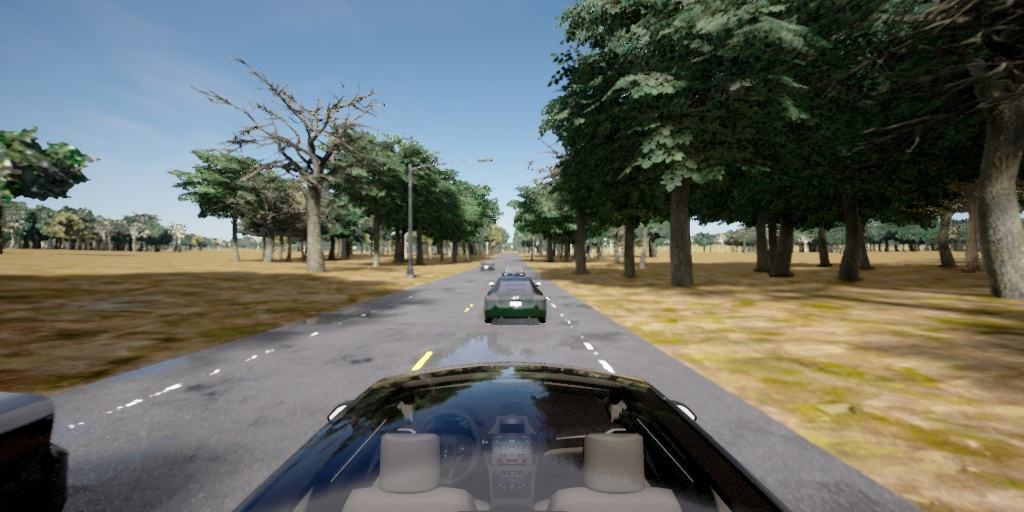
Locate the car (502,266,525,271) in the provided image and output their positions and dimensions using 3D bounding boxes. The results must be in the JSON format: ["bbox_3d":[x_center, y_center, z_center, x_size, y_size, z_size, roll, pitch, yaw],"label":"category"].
[{"bbox_3d":[0.125,1.498,29.310,1.895,1.301,4.718,0,0,0],"label":"car"}]

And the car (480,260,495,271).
[{"bbox_3d":[-3.503,1.374,51.574,2.128,1.511,4.902,0,0,1],"label":"car"}]

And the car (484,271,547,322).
[{"bbox_3d":[0.108,1.403,12.696,1.994,1.385,4.181,0,0,0],"label":"car"}]
